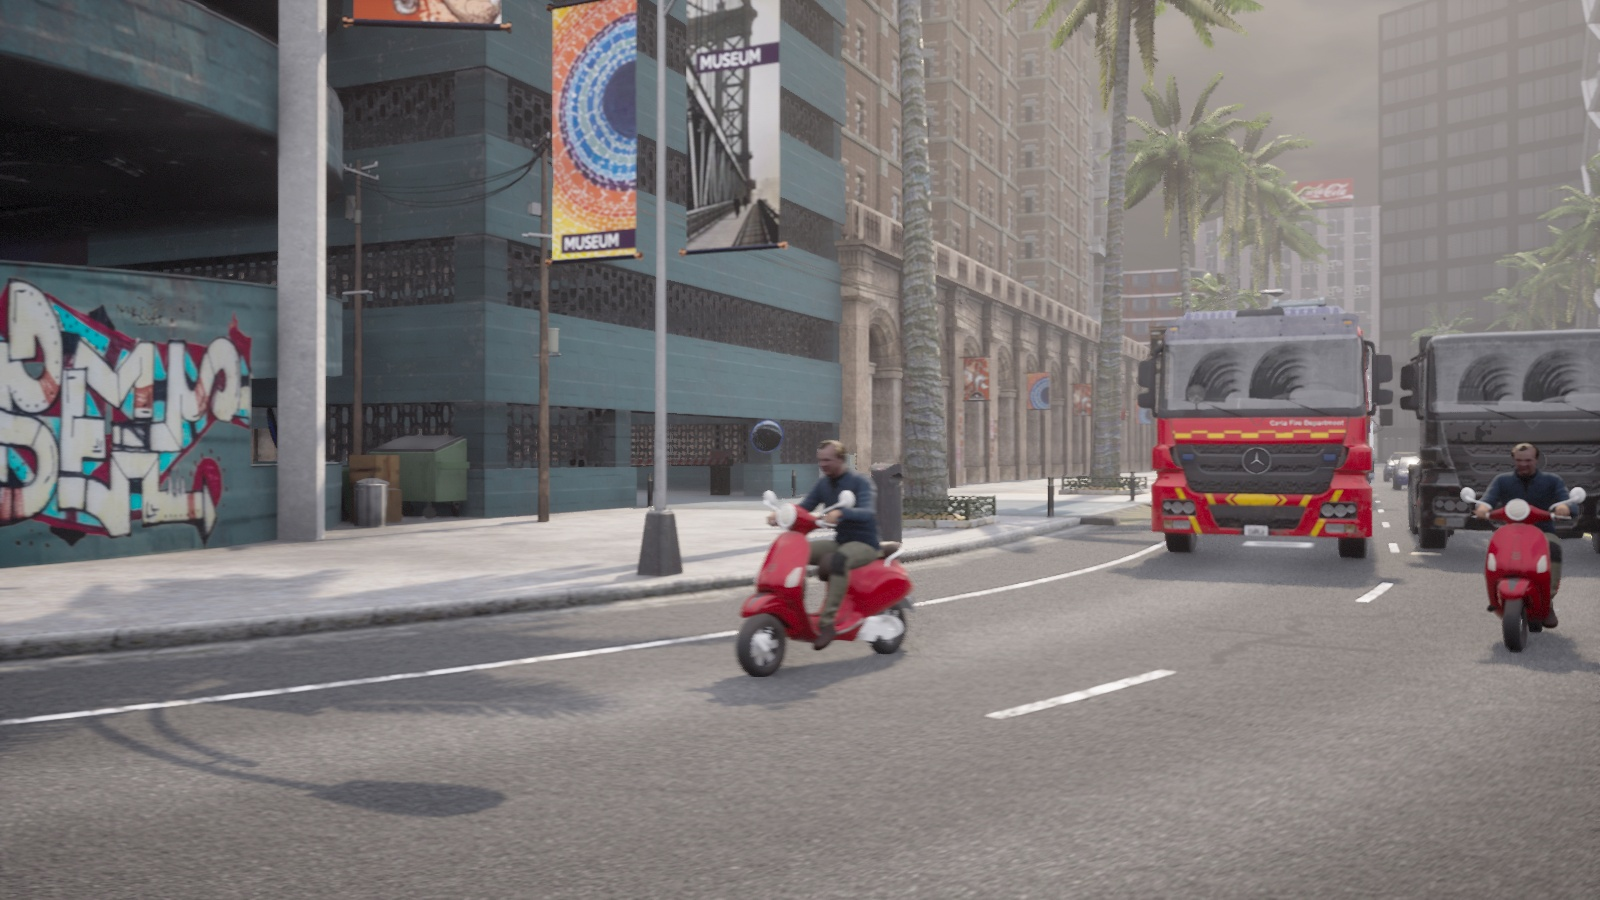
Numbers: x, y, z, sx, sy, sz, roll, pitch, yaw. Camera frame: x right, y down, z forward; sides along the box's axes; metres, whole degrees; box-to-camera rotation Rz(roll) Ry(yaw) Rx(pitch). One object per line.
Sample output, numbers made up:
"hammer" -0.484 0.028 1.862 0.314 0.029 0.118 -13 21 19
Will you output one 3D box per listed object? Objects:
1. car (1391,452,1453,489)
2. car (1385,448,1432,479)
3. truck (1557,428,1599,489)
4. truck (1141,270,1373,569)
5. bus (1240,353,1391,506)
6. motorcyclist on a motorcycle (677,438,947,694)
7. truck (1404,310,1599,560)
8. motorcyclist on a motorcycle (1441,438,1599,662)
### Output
"car" 26.508 0.845 53.647 2.163 1.488 4.792 0 0 24
"car" 33.962 0.722 70.214 2.242 1.667 4.611 0 0 25
"truck" 34.036 0.338 53.324 2.627 2.467 5.204 0 0 24
"truck" 7.774 -0.375 20.542 2.891 3.827 8.468 0 0 24
"bus" 16.672 -0.547 40.308 3.944 4.253 10.273 0 0 24
"motorcyclist on a motorcycle" 0.123 0.726 8.778 0.866 1.590 1.817 -1 -1 43
"truck" 12.000 -0.201 21.369 2.891 3.462 7.936 0 0 24
"motorcyclist on a motorcycle" 5.716 0.715 9.916 0.866 1.590 1.817 -1 -1 36
